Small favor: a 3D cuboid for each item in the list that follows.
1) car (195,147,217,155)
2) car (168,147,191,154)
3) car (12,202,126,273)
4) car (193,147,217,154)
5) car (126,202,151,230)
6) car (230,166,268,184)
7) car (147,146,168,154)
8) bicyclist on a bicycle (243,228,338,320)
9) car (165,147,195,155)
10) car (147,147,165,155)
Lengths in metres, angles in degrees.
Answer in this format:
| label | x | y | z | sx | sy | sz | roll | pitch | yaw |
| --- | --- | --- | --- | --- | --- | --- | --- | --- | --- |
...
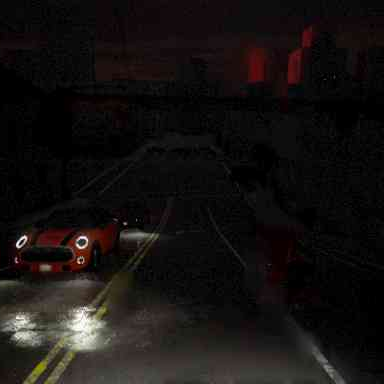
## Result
| label | x | y | z | sx | sy | sz | roll | pitch | yaw |
| --- | --- | --- | --- | --- | --- | --- | --- | --- | --- |
| car | 2.793 | -8.652 | 70.515 | 4.974 | 1.542 | 2.038 | 8 | 15 | 28 |
| car | -2.529 | -8.723 | 69.722 | 4.536 | 1.218 | 1.853 | -9 | 16 | -36 |
| car | -3.683 | 1.315 | 10.576 | 2.097 | 1.767 | 4.553 | 0 | 0 | -1 |
| car | 2.750 | -8.812 | 70.503 | 4.536 | 1.218 | 1.853 | 8 | 15 | 28 |
| car | -3.731 | 1.414 | 20.974 | 1.837 | 1.490 | 4.892 | 1 | 2 | 0 |
| car | 7.676 | -2.255 | 42.644 | 5.566 | 2.045 | 2.150 | -2 | 14 | -12 |
| car | -7.216 | -8.801 | 69.699 | 4.536 | 1.218 | 1.853 | 13 | 18 | 42 |
| bicyclist on a bicycle | 1.714 | 1.450 | 5.843 | 1.656 | 1.620 | 0.582 | -1 | 0 | 3 |
| car | -2.573 | -8.563 | 69.728 | 4.974 | 1.542 | 2.038 | -9 | 16 | -36 |
| car | -7.181 | -8.639 | 69.701 | 4.974 | 1.542 | 2.038 | 13 | 18 | 42 |
